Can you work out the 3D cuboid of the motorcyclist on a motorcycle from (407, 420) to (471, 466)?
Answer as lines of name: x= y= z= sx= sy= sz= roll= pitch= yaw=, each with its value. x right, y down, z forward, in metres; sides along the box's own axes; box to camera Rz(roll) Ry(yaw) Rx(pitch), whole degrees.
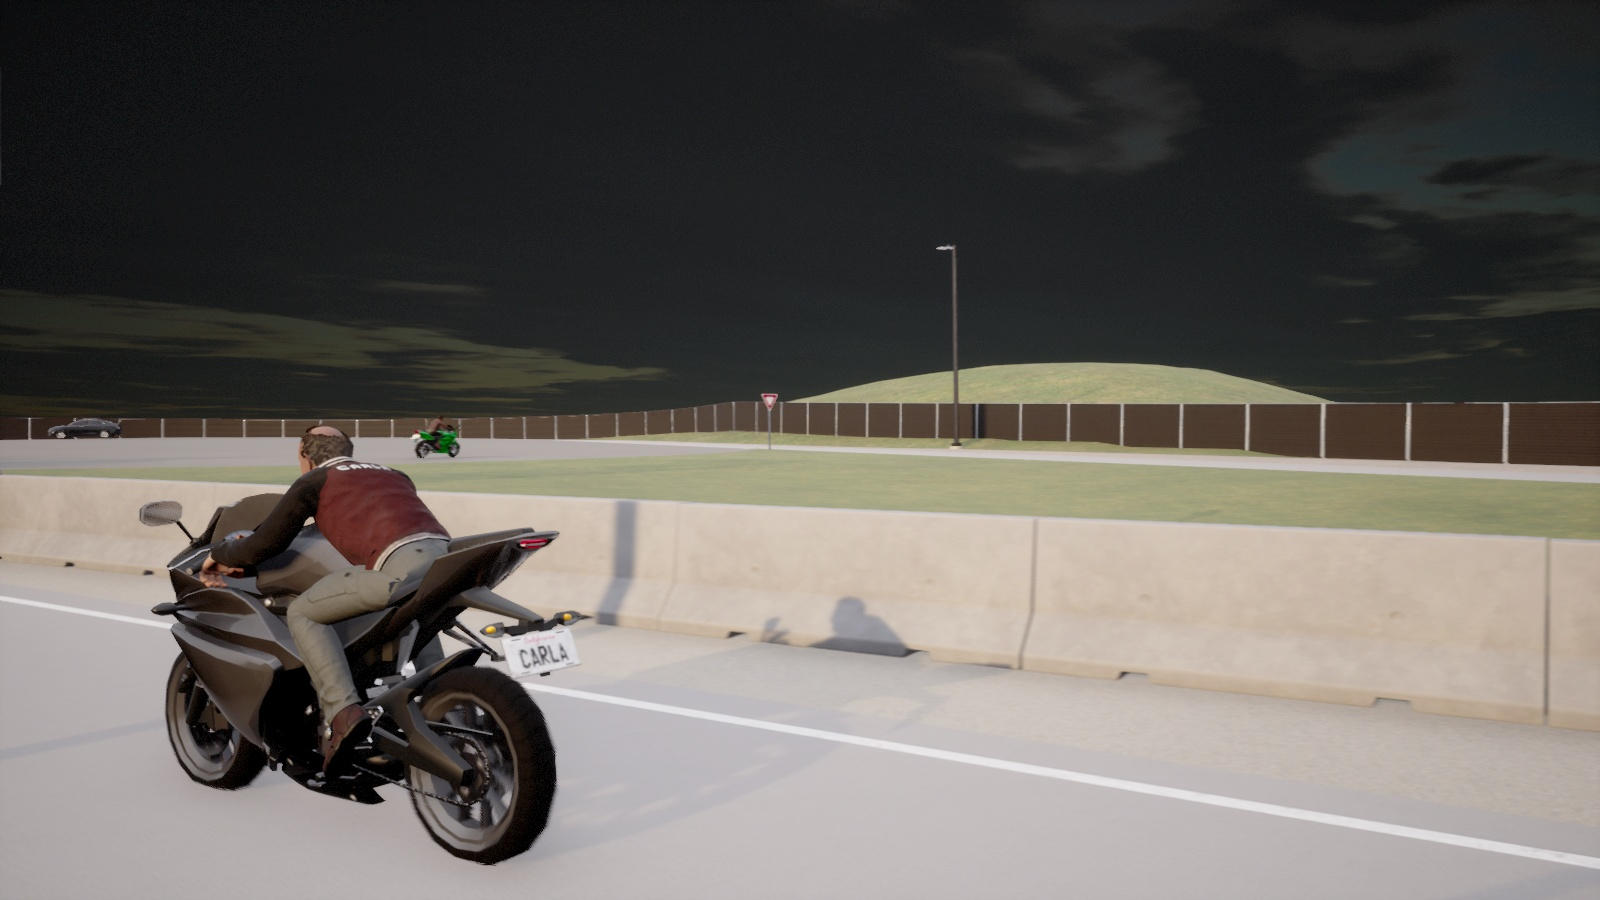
motorcyclist on a motorcycle: x=-12.408 y=-0.239 z=43.221 sx=0.797 sy=1.523 sz=2.044 roll=-1 pitch=1 yaw=31

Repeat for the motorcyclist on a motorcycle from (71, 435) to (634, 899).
motorcyclist on a motorcycle: x=-1.762 y=0.718 z=4.795 sx=2.191 sy=1.530 sz=0.866 roll=0 pitch=1 yaw=34
